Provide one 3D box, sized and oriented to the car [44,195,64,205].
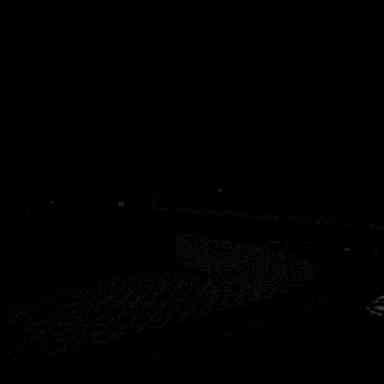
[{"bbox_3d":[-19.350,1.240,46.434,1.837,1.490,4.892,-3,2,-36],"label":"car"}]
